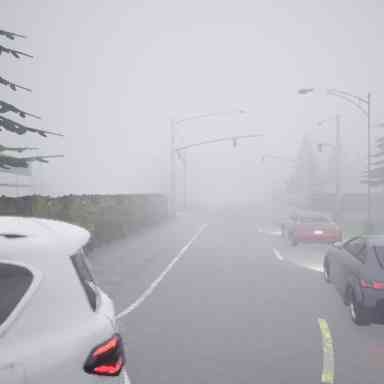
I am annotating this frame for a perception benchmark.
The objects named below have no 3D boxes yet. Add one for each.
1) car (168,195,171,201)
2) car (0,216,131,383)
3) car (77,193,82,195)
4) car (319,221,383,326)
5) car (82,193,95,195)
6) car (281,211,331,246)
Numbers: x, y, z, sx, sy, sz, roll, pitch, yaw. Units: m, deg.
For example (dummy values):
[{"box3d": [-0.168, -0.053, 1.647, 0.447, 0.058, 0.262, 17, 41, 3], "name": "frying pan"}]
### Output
[{"box3d": [-4.948, 1.373, 75.634, 1.845, 1.501, 3.633, 0, 0, 7], "name": "car"}, {"box3d": [-2.966, 1.221, 1.338, 5.566, 2.045, 2.150, 0, 2, -39], "name": "car"}, {"box3d": [-26.288, 1.077, 78.179, 1.905, 1.878, 3.866, 0, 0, 7], "name": "car"}, {"box3d": [4.002, 1.564, 6.830, 1.994, 1.385, 4.181, 0, 0, 14], "name": "car"}, {"box3d": [-23.353, 1.097, 78.207, 1.932, 1.855, 4.605, 0, 0, 7], "name": "car"}, {"box3d": [5.277, 1.564, 15.143, 1.994, 1.385, 4.181, 0, 0, 8], "name": "car"}]
